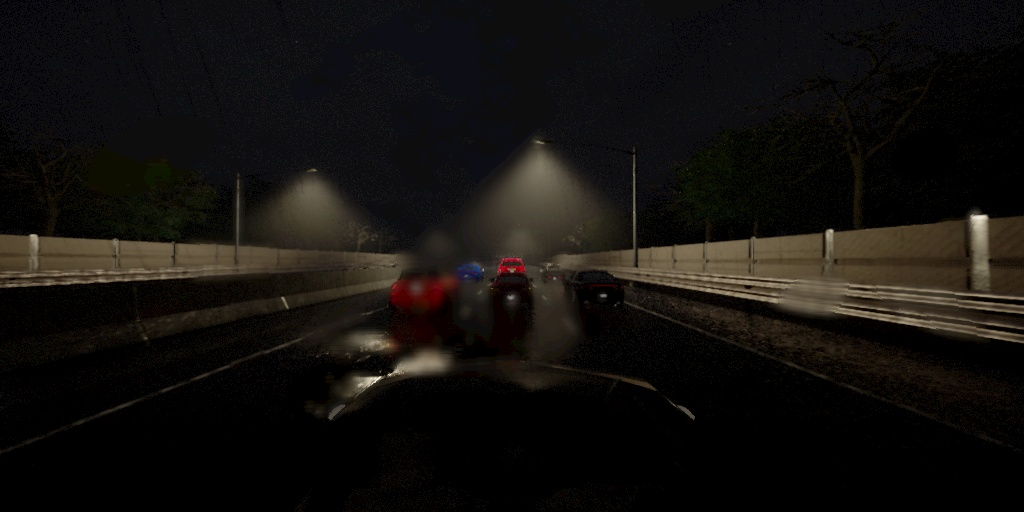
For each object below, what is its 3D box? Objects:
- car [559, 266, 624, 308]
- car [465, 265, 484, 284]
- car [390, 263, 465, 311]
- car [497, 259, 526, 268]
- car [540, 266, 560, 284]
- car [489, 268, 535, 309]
[{"bbox_3d":[3.515,1.376,16.101,1.882,1.535,5.008,0,0,0],"label":"car"},{"bbox_3d":[-3.491,1.552,31.106,1.882,1.535,5.008,0,0,0],"label":"car"},{"bbox_3d":[-3.491,1.240,15.261,2.097,1.767,4.553,0,-1,0],"label":"car"},{"bbox_3d":[-0.007,1.279,29.407,2.150,2.045,5.566,0,0,0],"label":"car"},{"bbox_3d":[3.502,1.573,30.356,1.837,1.490,4.892,0,0,0],"label":"car"},{"bbox_3d":[0.013,1.420,15.757,1.812,1.442,4.674,0,0,0],"label":"car"}]
